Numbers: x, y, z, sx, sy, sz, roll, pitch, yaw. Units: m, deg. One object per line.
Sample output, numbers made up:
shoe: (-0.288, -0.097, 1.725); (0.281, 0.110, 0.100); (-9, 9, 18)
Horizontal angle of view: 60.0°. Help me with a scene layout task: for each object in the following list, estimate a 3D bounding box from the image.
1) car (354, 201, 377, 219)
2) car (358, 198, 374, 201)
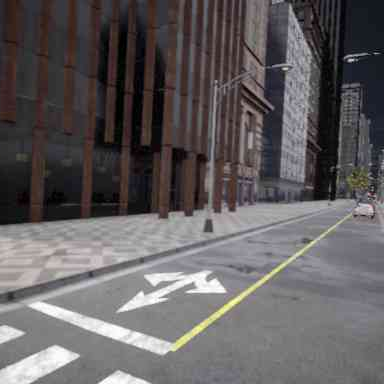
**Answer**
car: (18.431, 2.007, 35.558); (1.812, 1.442, 4.674); (3, 1, 29)
car: (23.165, 1.826, 44.290); (2.150, 2.045, 5.566); (3, 1, 29)
